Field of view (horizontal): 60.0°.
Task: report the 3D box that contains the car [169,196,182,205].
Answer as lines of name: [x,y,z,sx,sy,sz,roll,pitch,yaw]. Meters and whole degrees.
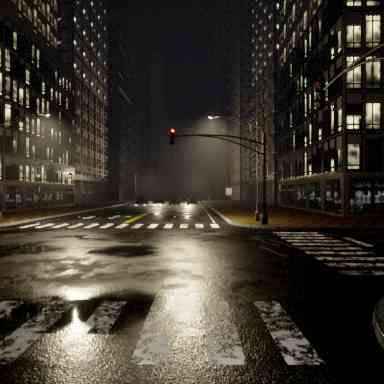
car: [-3.166,1.647,59.766,2.033,1.411,5.357,0,0,0]

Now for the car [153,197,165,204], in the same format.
car: [-6.410,1.680,64.356,1.994,1.385,4.181,0,0,0]

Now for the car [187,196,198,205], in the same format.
car: [0.085,1.649,60.179,2.033,1.411,5.357,0,0,0]

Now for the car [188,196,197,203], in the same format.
car: [0.100,1.584,70.627,1.895,1.301,4.718,0,0,0]

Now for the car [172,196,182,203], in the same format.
car: [-3.151,1.523,70.185,1.994,1.385,4.181,0,0,0]

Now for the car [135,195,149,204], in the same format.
car: [-9.659,1.468,64.391,2.097,1.767,4.553,0,0,0]
